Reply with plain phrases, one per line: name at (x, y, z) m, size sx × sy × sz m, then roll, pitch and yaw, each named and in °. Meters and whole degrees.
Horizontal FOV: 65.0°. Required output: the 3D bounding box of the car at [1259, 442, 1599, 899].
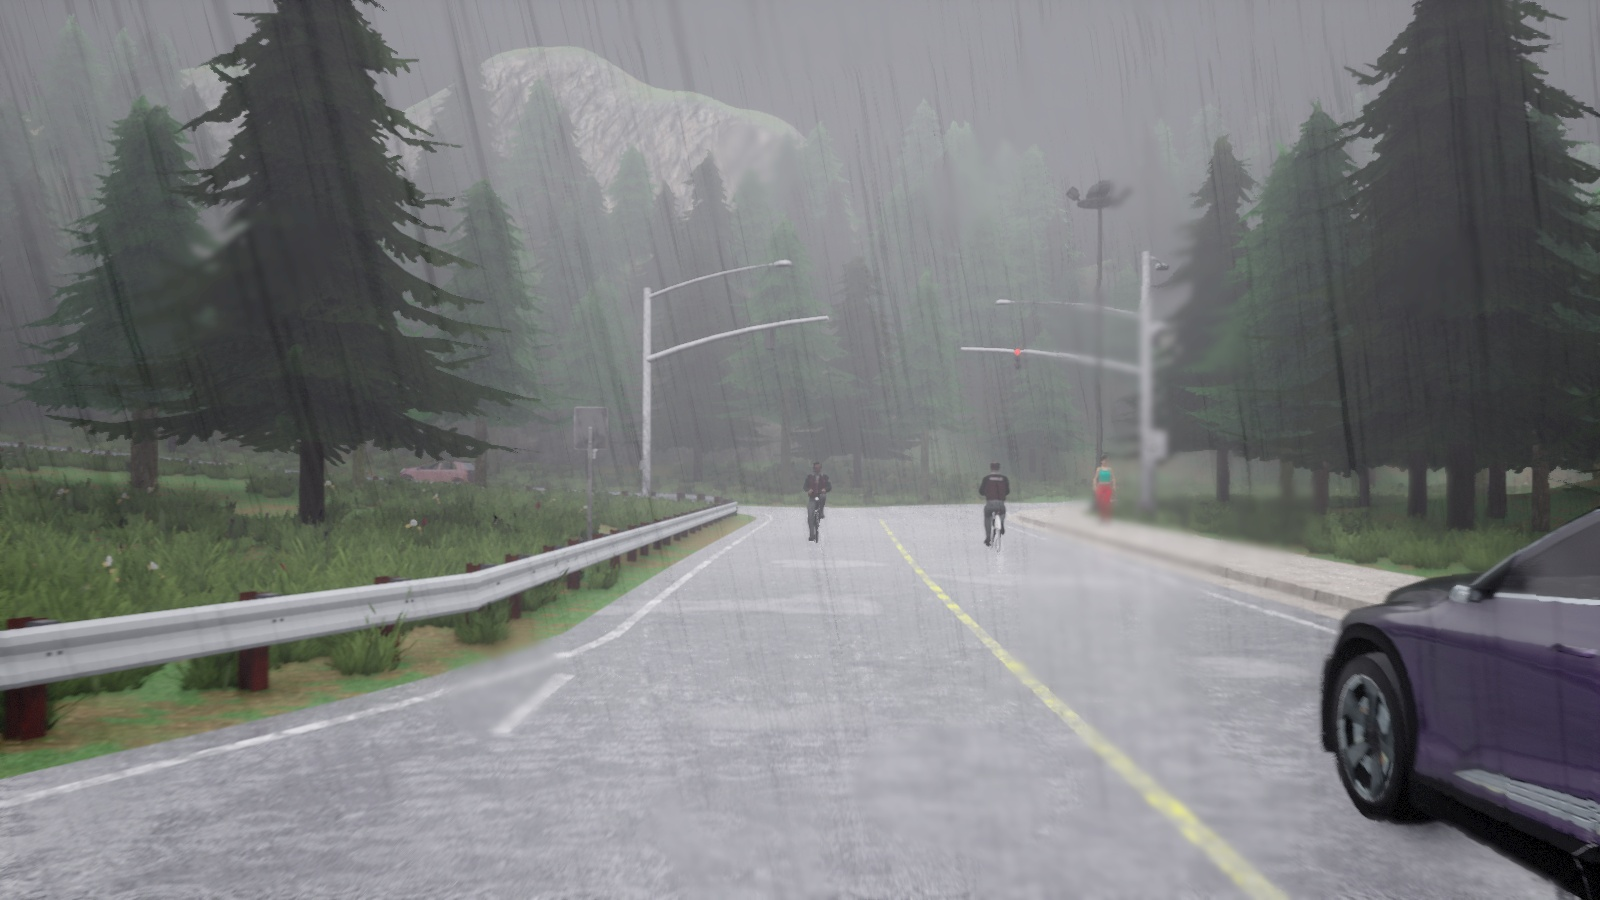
car at (3.489, 0.803, 4.297) m, size 2.033 × 1.649 × 4.856 m, roll 0°, pitch -1°, yaw 0°

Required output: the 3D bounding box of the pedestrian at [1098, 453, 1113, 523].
pedestrian at (8.046, 0.999, 33.099) m, size 0.345 × 1.836 × 0.594 m, roll 0°, pitch -1°, yaw 11°

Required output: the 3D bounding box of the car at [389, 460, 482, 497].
car at (-17.057, 1.323, 58.845) m, size 3.633 × 1.501 × 1.845 m, roll 3°, pitch -1°, yaw 10°

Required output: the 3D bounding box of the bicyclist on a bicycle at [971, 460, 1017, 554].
bicyclist on a bicycle at (3.788, 1.083, 24.649) m, size 0.659 × 1.776 × 1.843 m, roll 0°, pitch -1°, yaw 2°

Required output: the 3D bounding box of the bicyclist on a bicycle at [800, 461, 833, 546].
bicyclist on a bicycle at (0.375, 1.142, 27.322) m, size 0.659 × 1.776 × 1.843 m, roll 0°, pitch -1°, yaw 2°
